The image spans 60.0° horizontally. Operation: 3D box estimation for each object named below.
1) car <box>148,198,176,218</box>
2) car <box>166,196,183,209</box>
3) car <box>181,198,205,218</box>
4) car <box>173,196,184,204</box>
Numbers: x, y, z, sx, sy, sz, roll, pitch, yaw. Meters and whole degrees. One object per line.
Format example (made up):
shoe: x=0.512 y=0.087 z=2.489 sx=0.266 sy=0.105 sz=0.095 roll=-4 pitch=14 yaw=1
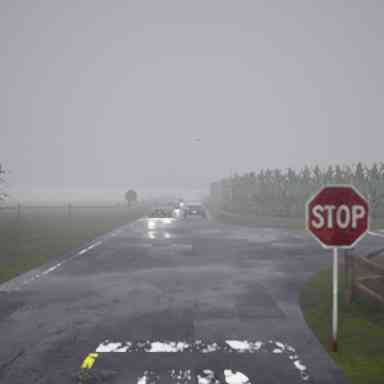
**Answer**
car: x=-2.740 y=1.527 z=29.958 sx=1.994 sy=1.385 sz=4.181 roll=0 pitch=0 yaw=0
car: x=-2.687 y=1.295 z=43.328 sx=2.097 sy=1.767 sz=4.553 roll=0 pitch=0 yaw=0
car: x=0.209 y=1.489 z=30.002 sx=1.812 sy=1.442 sz=4.674 roll=0 pitch=0 yaw=0
car: x=-2.528 y=1.504 z=64.146 sx=1.895 sy=1.301 sz=4.718 roll=0 pitch=0 yaw=1
